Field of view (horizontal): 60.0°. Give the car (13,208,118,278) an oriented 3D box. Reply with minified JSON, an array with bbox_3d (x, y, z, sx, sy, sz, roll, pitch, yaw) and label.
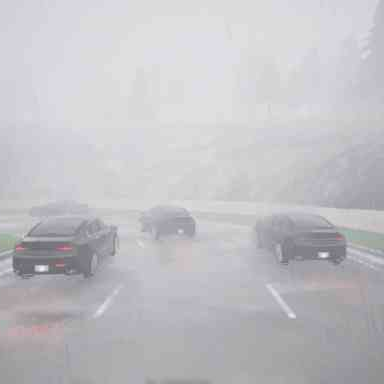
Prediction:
[{"bbox_3d":[-3.493,1.464,10.003,1.837,1.490,4.892,0,1,-2],"label":"car"}]

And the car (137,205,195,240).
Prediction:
[{"bbox_3d":[-1.384,1.435,16.638,1.837,1.490,4.892,1,0,-22],"label":"car"}]

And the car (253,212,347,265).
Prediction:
[{"bbox_3d":[3.488,1.457,11.574,1.837,1.490,4.892,0,1,-3],"label":"car"}]

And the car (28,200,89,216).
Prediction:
[{"bbox_3d":[-10.792,1.378,26.966,4.902,1.511,2.128,0,0,10],"label":"car"}]
